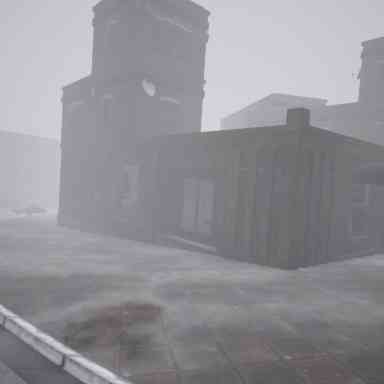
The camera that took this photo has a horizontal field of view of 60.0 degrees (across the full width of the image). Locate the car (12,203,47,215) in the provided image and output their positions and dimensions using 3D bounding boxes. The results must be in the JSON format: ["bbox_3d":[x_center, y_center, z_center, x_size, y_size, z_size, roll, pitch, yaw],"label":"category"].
[{"bbox_3d":[-20.221,2.105,41.610,2.033,1.411,5.357,4,-2,3],"label":"car"}]
